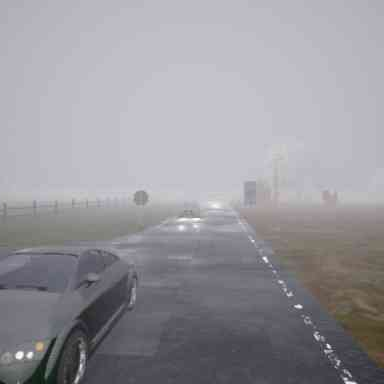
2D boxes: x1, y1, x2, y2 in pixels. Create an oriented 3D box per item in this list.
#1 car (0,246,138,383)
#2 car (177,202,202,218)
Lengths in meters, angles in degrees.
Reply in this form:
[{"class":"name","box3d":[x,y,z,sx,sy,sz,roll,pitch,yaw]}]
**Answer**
[{"class":"car","box3d":[-2.175,1.562,5.009,1.994,1.385,4.181,0,0,5]},{"class":"car","box3d":[-0.147,1.581,29.907,1.994,1.385,4.181,0,0,5]}]
